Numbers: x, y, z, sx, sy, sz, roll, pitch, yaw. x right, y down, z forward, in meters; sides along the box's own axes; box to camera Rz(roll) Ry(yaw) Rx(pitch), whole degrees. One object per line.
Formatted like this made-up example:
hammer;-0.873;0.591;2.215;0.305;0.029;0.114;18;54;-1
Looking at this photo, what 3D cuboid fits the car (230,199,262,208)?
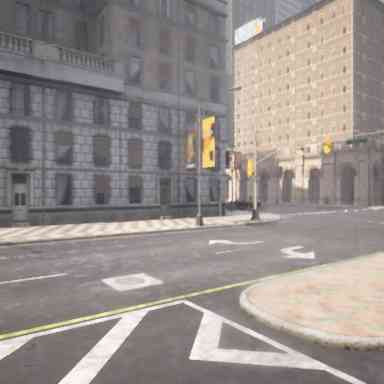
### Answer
car;7.511;1.578;46.638;1.895;1.301;4.718;0;0;-36
